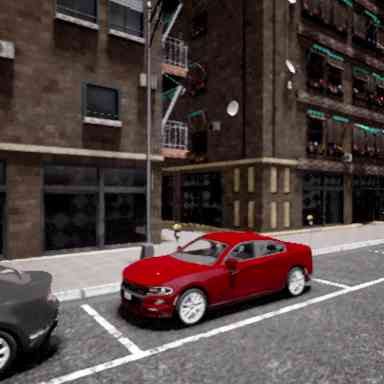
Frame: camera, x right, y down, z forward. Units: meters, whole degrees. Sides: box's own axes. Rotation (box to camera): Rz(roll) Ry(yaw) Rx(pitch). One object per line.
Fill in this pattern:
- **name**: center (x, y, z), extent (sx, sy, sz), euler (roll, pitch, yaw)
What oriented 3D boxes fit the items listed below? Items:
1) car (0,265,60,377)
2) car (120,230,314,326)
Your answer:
- **car**: center (-3.873, 1.549, 3.796), extent (4.403, 1.369, 2.008), euler (0, 0, -35)
- **car**: center (0.718, 1.555, 7.066), extent (4.507, 1.381, 1.887), euler (0, 0, -35)
